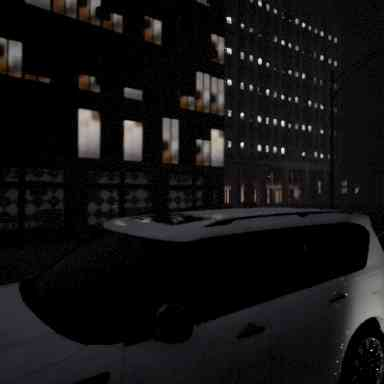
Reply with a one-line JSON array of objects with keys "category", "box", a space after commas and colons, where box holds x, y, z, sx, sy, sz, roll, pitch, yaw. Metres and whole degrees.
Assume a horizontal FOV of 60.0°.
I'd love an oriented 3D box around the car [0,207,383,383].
[{"category": "car", "box": [-0.082, 1.218, 3.316, 5.566, 2.045, 2.150, 0, 0, -35]}]
